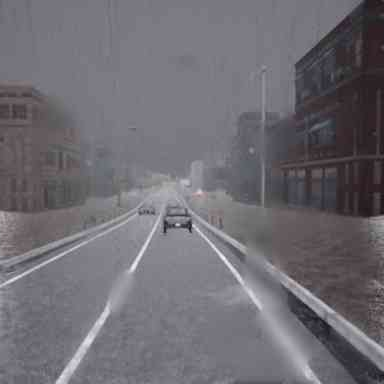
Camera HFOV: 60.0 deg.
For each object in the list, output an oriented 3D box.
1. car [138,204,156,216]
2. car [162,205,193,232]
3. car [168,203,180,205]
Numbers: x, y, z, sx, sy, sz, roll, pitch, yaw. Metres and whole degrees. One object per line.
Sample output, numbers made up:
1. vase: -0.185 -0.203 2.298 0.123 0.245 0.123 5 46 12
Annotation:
1. car: -5.377 2.103 40.142 1.994 1.385 4.181 0 1 -4
2. car: -1.000 1.830 22.439 2.128 1.511 4.902 0 -1 -4
3. car: -2.223 2.031 40.771 2.128 1.511 4.902 0 0 -4
